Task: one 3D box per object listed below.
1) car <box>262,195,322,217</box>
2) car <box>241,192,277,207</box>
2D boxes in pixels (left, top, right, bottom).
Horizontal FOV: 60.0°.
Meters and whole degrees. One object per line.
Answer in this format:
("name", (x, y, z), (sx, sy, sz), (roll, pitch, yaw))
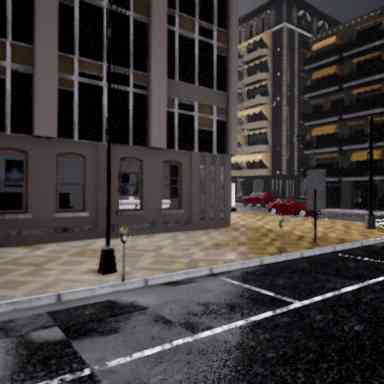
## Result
("car", (8.139, 1.232, 26.564), (1.887, 1.381, 4.507), (2, 0, -36))
("car", (8.289, 0.896, 40.647), (2.192, 1.841, 5.009), (2, 0, -36))
